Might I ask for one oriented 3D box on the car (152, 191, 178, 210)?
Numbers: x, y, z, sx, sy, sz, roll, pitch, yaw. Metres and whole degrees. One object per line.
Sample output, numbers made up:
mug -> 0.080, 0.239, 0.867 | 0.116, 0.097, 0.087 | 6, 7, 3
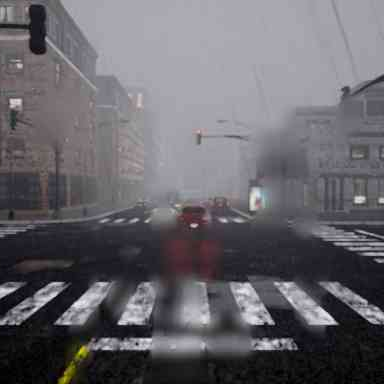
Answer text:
car -> -3.092, 1.075, 38.650 | 2.097, 1.767, 4.553 | 0, 0, 0

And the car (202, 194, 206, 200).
car -> 2.686, 1.267, 44.429 | 1.802, 1.307, 4.206 | 0, 0, 0

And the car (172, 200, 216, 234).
car -> 0.098, 1.375, 17.996 | 1.812, 1.442, 4.674 | 0, 1, 0

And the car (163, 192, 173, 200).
car -> -5.696, 0.915, 78.594 | 1.967, 1.590, 4.097 | 0, 0, 0

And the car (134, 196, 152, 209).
car -> -5.695, 1.273, 38.720 | 2.008, 1.369, 4.403 | 0, 0, 0

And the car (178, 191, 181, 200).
car -> -3.064, 0.841, 55.169 | 2.150, 2.045, 5.566 | 0, 0, 0

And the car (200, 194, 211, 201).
car -> 2.686, 1.093, 67.215 | 2.008, 1.369, 4.403 | -1, 0, 0

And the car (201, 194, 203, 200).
car -> 2.686, 1.199, 50.126 | 2.008, 1.369, 4.403 | 0, 0, 0

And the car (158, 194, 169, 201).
car -> -5.694, 1.068, 67.033 | 1.752, 1.417, 4.829 | 0, 0, 0

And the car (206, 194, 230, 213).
car -> 2.685, 1.200, 33.035 | 1.967, 1.590, 4.097 | 0, 0, 0

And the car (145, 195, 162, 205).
car -> -5.694, 1.199, 50.114 | 2.008, 1.369, 4.403 | 0, 0, 0
